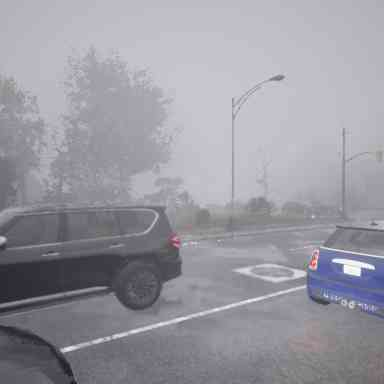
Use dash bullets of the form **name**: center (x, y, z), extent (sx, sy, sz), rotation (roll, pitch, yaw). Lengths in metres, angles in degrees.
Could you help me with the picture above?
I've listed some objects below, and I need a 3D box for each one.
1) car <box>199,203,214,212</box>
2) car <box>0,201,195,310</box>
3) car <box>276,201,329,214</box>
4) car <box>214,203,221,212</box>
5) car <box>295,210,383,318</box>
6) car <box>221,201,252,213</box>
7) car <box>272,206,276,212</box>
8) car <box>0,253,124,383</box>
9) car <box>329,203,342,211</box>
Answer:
- **car**: center (1.040, 2.608, 52.711), extent (1.812, 1.442, 4.674), rotation (0, -3, -32)
- **car**: center (-2.796, 1.221, 6.286), extent (5.566, 2.045, 2.150), rotation (0, 0, -35)
- **car**: center (11.712, 1.724, 35.734), extent (1.837, 1.490, 4.892), rotation (0, -1, -29)
- **car**: center (3.838, 2.599, 54.834), extent (2.128, 1.511, 4.902), rotation (0, -3, -32)
- **car**: center (4.470, 1.361, 6.892), extent (4.553, 1.767, 2.097), rotation (0, 0, -35)
- **car**: center (6.387, 1.924, 44.173), extent (2.097, 1.767, 4.553), rotation (0, -3, -32)
- **car**: center (9.374, 2.126, 45.995), extent (2.033, 1.411, 5.357), rotation (0, -3, -32)
- **car**: center (-3.060, 1.492, 1.563), extent (4.902, 1.511, 2.128), rotation (0, 0, -36)
- **car**: center (14.608, 1.721, 37.637), extent (2.128, 1.511, 4.902), rotation (0, -2, -33)
